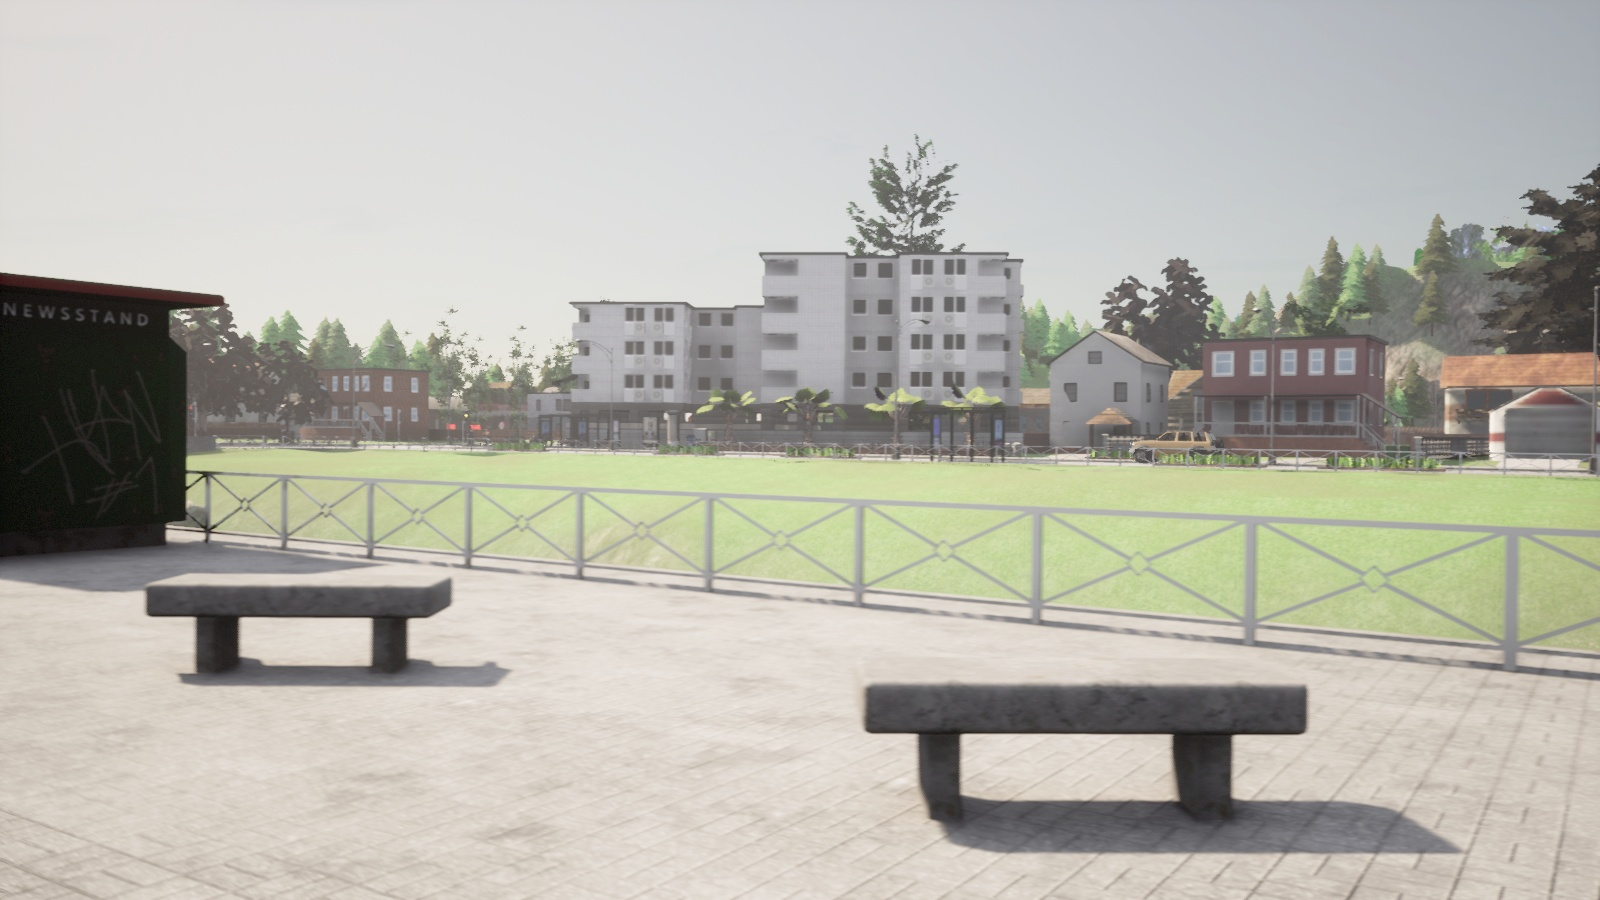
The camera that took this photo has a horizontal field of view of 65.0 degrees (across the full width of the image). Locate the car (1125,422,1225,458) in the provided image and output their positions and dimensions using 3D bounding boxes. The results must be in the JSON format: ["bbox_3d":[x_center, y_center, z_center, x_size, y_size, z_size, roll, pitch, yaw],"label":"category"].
[{"bbox_3d":[19.487,-0.520,65.342,4.605,1.855,1.932,0,1,34],"label":"car"}]
